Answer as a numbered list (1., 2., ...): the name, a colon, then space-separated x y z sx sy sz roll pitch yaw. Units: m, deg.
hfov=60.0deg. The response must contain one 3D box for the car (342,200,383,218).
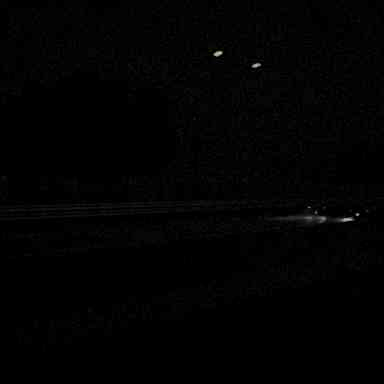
1. car: 15.187 1.387 27.722 5.357 1.411 2.033 0 0 -35

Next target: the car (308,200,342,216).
1. car: 12.598 1.443 30.174 4.718 1.301 1.895 0 0 -35
